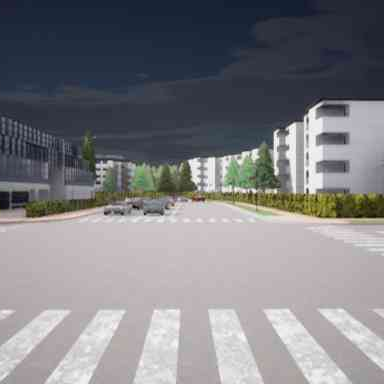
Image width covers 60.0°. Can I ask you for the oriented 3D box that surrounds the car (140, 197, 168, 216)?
[{"bbox_3d":[-3.684,1.503,32.779,1.837,1.490,4.892,0,0,-2],"label":"car"}]

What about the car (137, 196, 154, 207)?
[{"bbox_3d":[-7.387,1.488,53.643,2.128,1.511,4.902,0,0,0],"label":"car"}]

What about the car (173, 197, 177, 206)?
[{"bbox_3d":[-3.857,1.351,52.174,2.097,1.767,4.553,0,0,0],"label":"car"}]

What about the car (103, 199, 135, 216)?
[{"bbox_3d":[-7.269,1.599,32.773,1.895,1.301,4.718,0,0,1],"label":"car"}]

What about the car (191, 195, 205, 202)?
[{"bbox_3d":[1.322,1.474,73.649,1.882,1.535,5.008,0,0,-17],"label":"car"}]

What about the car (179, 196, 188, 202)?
[{"bbox_3d":[-2.332,1.591,73.710,1.895,1.301,4.718,0,0,-17],"label":"car"}]

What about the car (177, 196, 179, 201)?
[{"bbox_3d":[-4.506,1.529,67.775,2.128,1.511,4.902,0,0,-10],"label":"car"}]

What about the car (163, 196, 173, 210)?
[{"bbox_3d":[-3.801,1.503,42.184,1.837,1.490,4.892,0,0,0],"label":"car"}]

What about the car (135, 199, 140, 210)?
[{"bbox_3d":[-7.305,1.545,42.424,2.033,1.411,5.357,0,0,0],"label":"car"}]
